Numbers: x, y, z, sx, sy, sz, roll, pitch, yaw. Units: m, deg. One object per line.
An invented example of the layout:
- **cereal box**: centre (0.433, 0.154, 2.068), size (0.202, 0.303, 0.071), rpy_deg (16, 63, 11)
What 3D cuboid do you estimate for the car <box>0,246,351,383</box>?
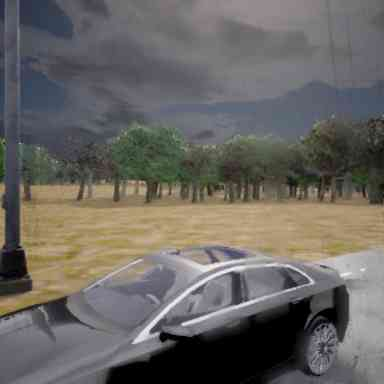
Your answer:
- **car**: centre (-0.078, 1.485, 3.936), size (4.902, 1.511, 2.128), rpy_deg (0, 0, -36)
